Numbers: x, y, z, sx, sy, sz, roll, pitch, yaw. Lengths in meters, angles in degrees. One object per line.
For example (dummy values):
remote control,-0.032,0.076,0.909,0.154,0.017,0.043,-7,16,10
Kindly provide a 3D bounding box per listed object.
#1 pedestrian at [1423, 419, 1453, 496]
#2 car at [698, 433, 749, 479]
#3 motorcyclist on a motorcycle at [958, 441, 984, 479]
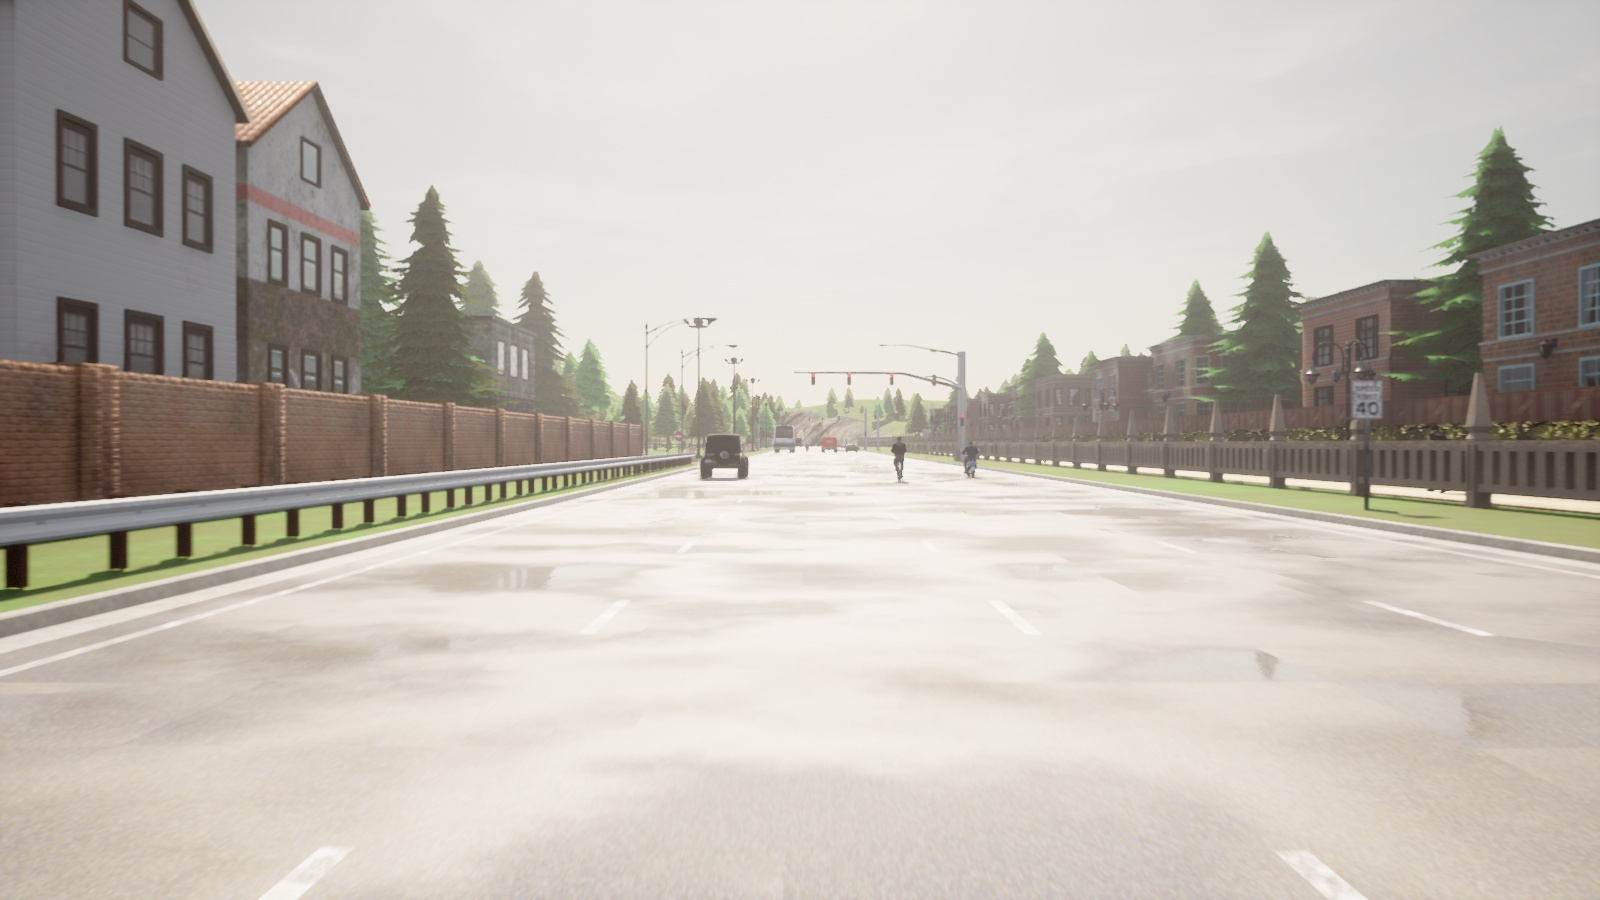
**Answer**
pedestrian,16.261,0.189,32.010,0.402,1.930,0.666,0,0,0
car,-3.183,0.242,53.114,1.905,1.878,3.866,0,0,0
motorcyclist on a motorcycle,7.321,0.404,53.800,0.866,1.590,1.817,0,0,0
